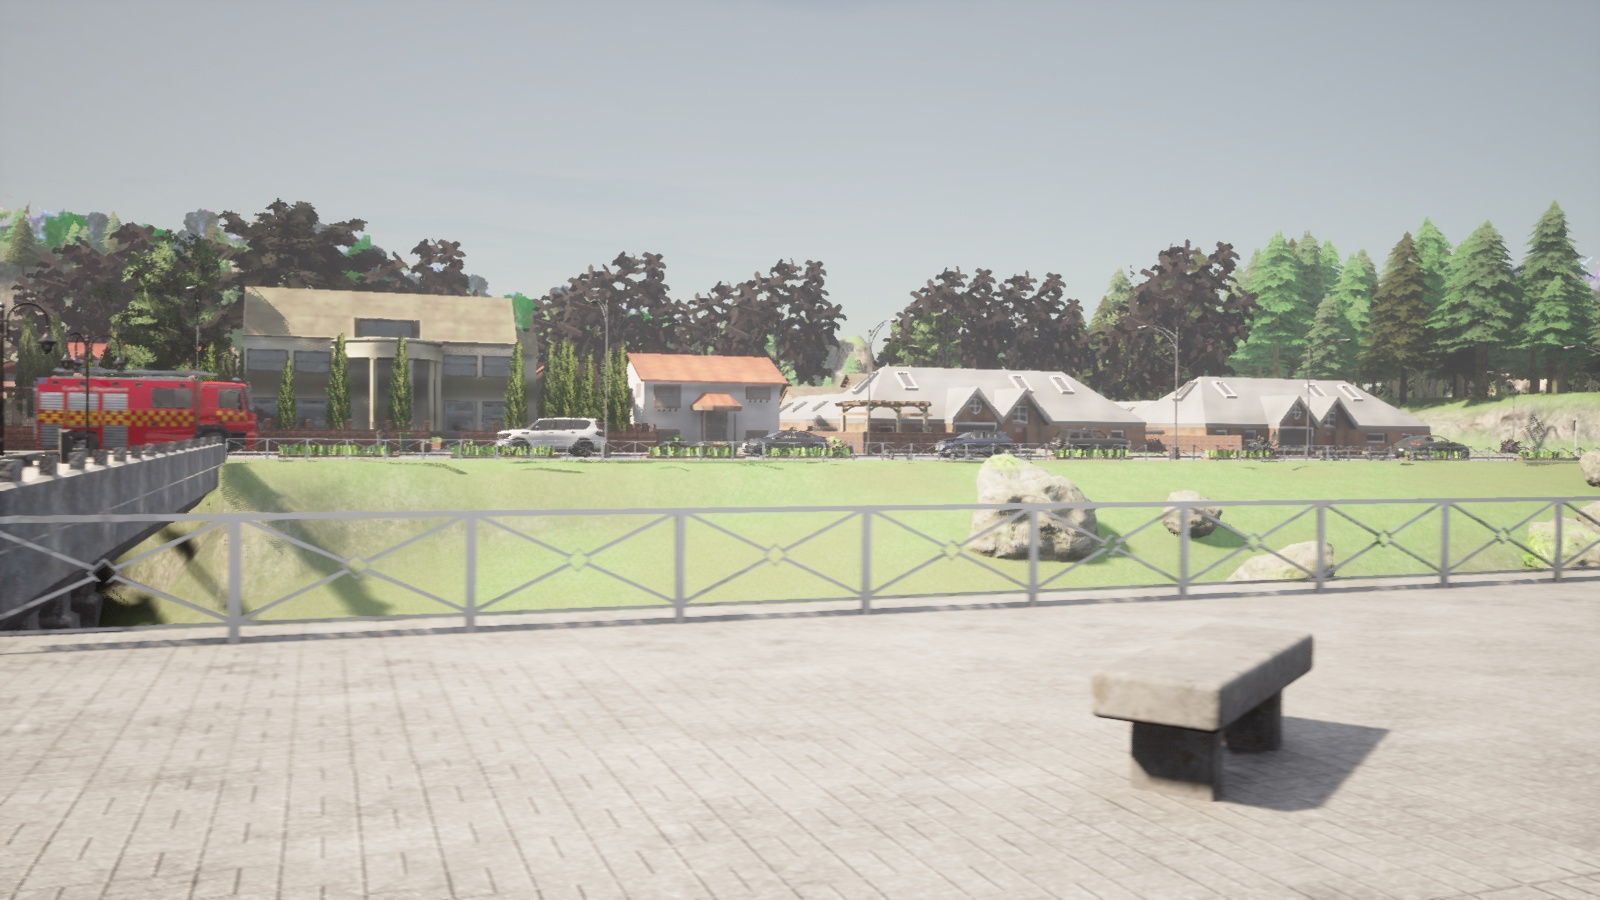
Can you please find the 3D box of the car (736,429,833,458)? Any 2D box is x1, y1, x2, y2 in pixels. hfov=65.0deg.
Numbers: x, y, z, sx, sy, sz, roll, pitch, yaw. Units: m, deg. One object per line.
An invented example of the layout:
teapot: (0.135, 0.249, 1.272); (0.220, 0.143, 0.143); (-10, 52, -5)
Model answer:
car: (-0.846, -0.366, 69.423); (4.902, 1.511, 2.128); (-1, 1, -21)

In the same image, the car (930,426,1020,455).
car: (10.250, -0.581, 73.636); (4.856, 1.649, 2.033); (-1, 1, -21)

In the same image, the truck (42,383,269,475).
truck: (-27.894, -0.958, 54.862); (8.468, 3.827, 2.891); (-1, 1, -21)

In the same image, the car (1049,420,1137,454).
car: (16.749, -0.735, 71.822); (4.605, 1.855, 1.932); (-1, 1, -21)

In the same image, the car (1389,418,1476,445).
car: (40.784, -1.181, 80.948); (5.027, 1.651, 2.152); (-1, 1, -21)

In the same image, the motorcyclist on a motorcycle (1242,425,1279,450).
motorcyclist on a motorcycle: (29.712, -0.807, 81.029); (2.191, 1.530, 0.866); (-1, 1, -21)

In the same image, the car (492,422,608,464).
car: (-12.893, -0.399, 64.847); (5.566, 2.045, 2.150); (-1, 1, -21)
